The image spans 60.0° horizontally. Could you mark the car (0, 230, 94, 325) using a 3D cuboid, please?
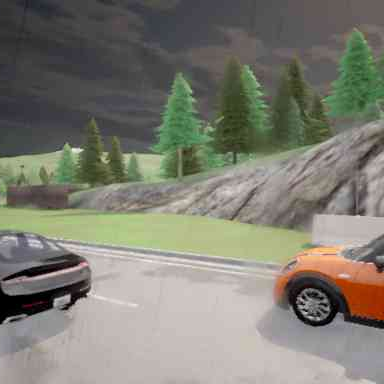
[{"bbox_3d":[-4.101,1.508,6.530,4.902,1.511,2.128,0,0,32],"label":"car"}]

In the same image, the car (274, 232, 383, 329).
[{"bbox_3d":[3.739,1.352,5.539,4.553,1.767,2.097,0,0,35],"label":"car"}]
